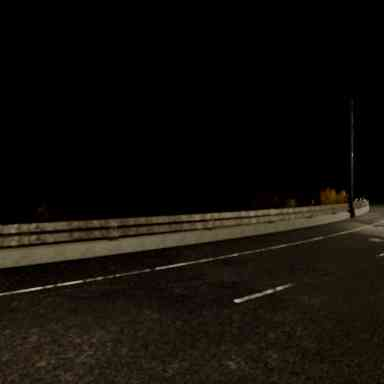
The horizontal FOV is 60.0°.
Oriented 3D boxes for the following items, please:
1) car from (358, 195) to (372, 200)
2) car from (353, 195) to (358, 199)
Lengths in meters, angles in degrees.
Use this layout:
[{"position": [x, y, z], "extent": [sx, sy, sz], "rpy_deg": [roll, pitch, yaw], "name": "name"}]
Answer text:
[{"position": [43.278, 1.389, 85.190], "extent": [1.812, 1.442, 4.674], "rpy_deg": [0, 0, 1], "name": "car"}, {"position": [39.783, 1.393, 85.387], "extent": [2.128, 1.511, 4.902], "rpy_deg": [0, 0, 1], "name": "car"}]
